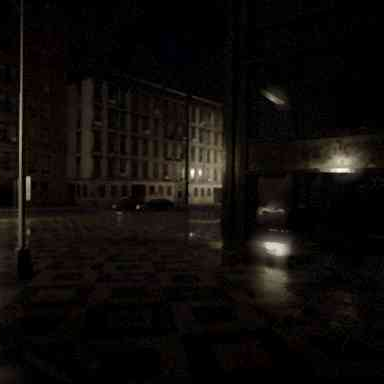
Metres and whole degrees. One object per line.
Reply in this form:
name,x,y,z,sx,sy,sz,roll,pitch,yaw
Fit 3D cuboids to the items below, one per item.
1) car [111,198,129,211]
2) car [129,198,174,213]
car,-7.128,1.424,38.648,1.812,1.442,4.674,1,0,43
car,-4.107,1.448,37.130,2.128,1.511,4.902,1,0,43
